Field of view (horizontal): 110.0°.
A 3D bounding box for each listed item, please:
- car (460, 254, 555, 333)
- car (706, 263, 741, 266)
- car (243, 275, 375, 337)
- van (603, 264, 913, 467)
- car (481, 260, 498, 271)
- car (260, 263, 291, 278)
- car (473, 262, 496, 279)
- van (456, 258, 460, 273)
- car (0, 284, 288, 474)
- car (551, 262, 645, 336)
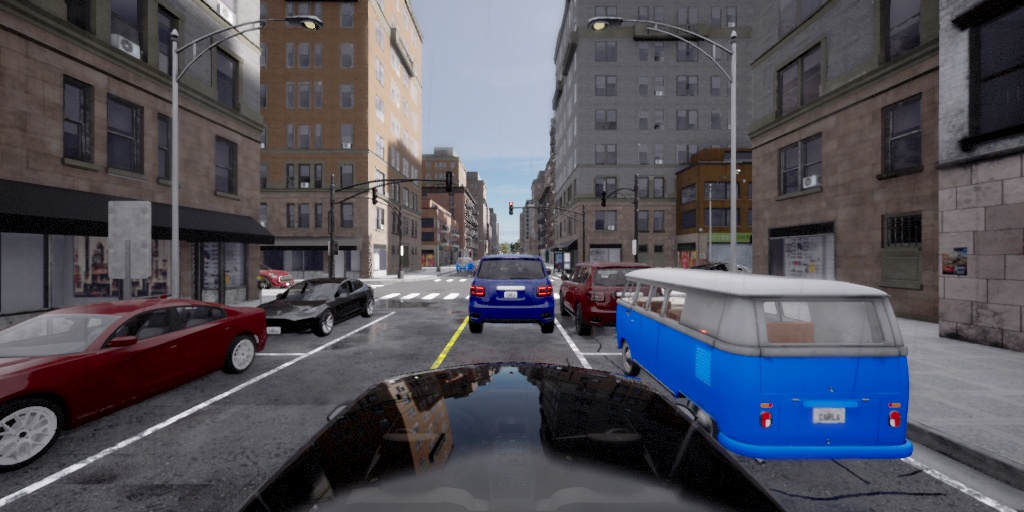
[{"bbox_3d":[0.028,0.971,10.841,2.150,2.045,5.566,0,0,1],"label":"car"},{"bbox_3d":[13.199,1.190,22.269,4.892,1.490,1.837,0,0,0],"label":"car"},{"bbox_3d":[-5.417,1.315,10.307,1.948,1.339,4.313,0,0,0],"label":"car"},{"bbox_3d":[2.631,1.091,4.830,1.690,1.789,3.998,0,0,0],"label":"van"},{"bbox_3d":[-3.039,1.307,49.084,1.994,1.385,4.181,0,0,0],"label":"car"},{"bbox_3d":[-16.103,1.164,22.141,4.553,1.767,2.097,0,0,0],"label":"car"},{"bbox_3d":[-2.588,1.272,33.137,1.812,1.442,4.674,0,0,-8],"label":"car"},{"bbox_3d":[-5.573,1.085,42.271,1.690,1.789,3.998,0,0,0],"label":"van"},{"bbox_3d":[-5.394,1.295,4.796,1.888,1.381,4.507,0,0,0],"label":"car"},{"bbox_3d":[2.608,1.064,10.342,2.192,1.841,5.009,0,0,0],"label":"car"}]
